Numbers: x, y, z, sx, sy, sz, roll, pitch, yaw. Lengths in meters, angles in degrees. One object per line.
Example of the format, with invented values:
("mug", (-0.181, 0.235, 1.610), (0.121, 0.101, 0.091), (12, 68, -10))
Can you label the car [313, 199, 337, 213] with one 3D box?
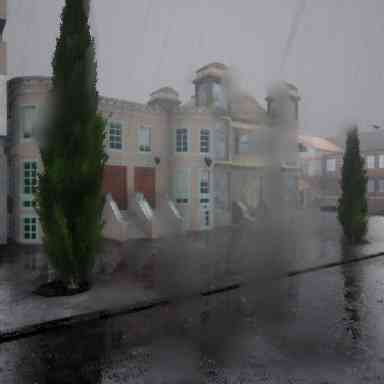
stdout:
("car", (15.056, 1.490, 34.836), (2.128, 1.511, 4.902), (0, 0, -36))
